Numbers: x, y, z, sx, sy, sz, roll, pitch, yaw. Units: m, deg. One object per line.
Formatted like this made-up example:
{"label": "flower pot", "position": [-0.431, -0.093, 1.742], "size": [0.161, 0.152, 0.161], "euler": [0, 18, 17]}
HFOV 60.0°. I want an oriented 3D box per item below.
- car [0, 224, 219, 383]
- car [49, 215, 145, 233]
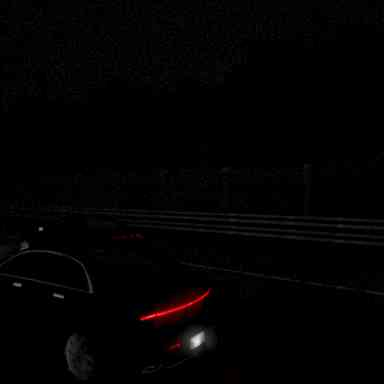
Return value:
{"label": "car", "position": [-1.908, 1.514, 5.350], "size": [4.892, 1.490, 1.837], "euler": [0, 0, 35]}
{"label": "car", "position": [-3.717, 1.498, 10.938], "size": [5.008, 1.535, 1.882], "euler": [0, 0, 35]}
